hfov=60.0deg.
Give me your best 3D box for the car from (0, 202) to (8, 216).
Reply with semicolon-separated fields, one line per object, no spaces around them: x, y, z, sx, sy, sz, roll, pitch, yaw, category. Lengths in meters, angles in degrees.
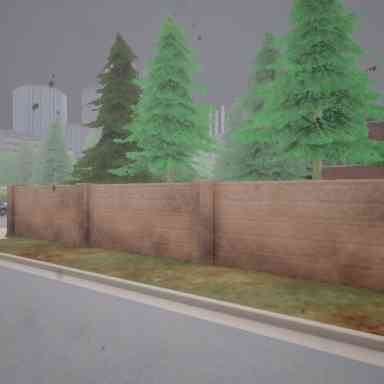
-17.472;1.526;33.034;1.812;1.442;4.674;0;0;35;car
